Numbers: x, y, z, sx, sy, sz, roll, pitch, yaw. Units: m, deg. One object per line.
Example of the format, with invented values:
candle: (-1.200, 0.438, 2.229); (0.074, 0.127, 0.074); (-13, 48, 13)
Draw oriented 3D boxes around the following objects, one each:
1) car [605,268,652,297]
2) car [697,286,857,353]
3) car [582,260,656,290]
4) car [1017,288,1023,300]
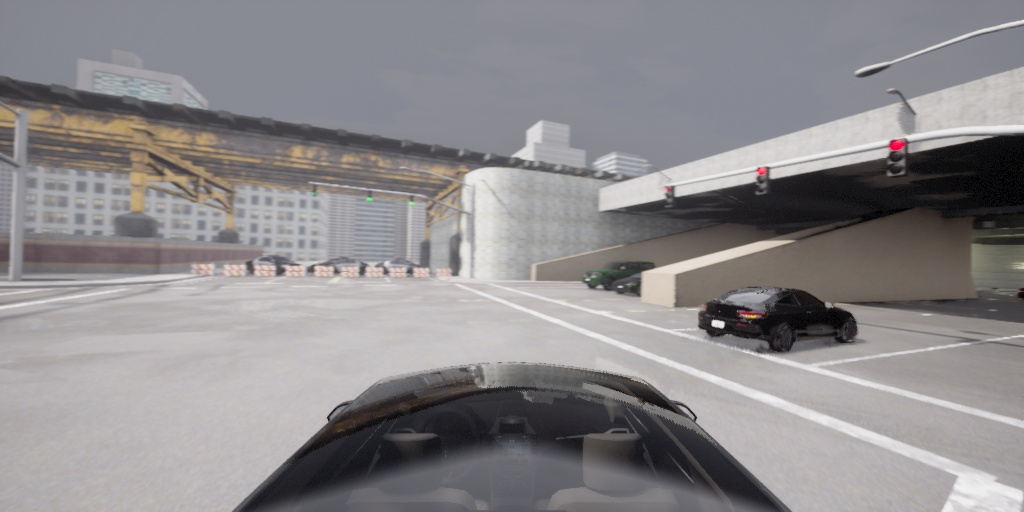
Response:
car: (8.088, 1.660, 21.434); (4.181, 1.385, 1.994); (2, 0, -23)
car: (6.991, 1.528, 9.485); (4.674, 1.442, 1.812); (2, -1, -25)
car: (7.622, 1.321, 25.026); (5.566, 2.045, 2.150); (2, 0, -23)
car: (40.060, 2.727, 26.462); (5.357, 1.411, 2.033); (2, 0, -16)
